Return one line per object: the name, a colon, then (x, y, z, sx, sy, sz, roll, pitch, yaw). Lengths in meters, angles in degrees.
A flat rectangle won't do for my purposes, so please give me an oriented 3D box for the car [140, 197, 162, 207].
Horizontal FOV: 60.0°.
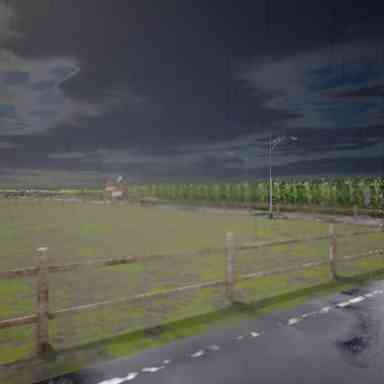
car: (-6.788, 1.578, 55.163, 1.882, 1.535, 5.008, 0, 0, -36)
